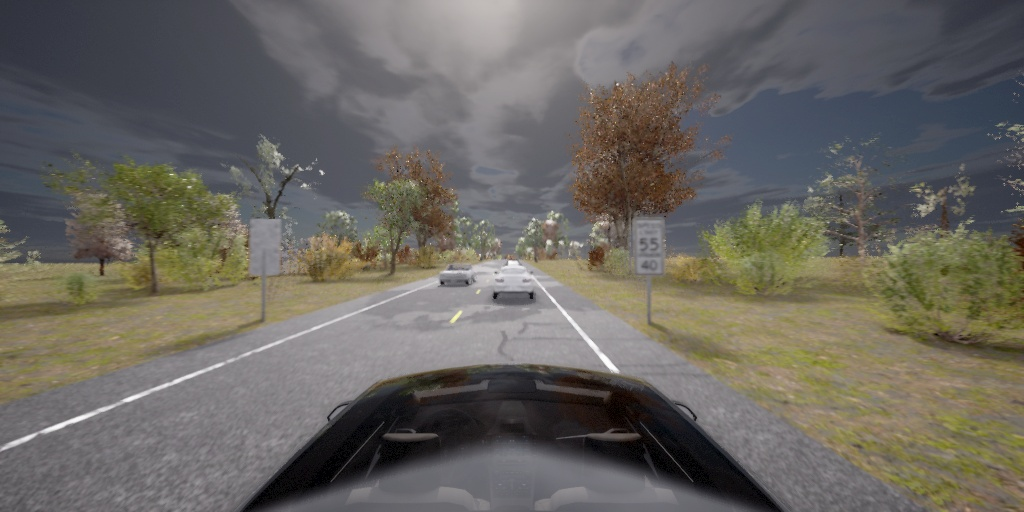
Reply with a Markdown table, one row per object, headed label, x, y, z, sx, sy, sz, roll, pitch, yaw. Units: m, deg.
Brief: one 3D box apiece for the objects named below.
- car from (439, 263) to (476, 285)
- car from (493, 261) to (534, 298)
| label | x | y | z | sx | sy | sz | roll | pitch | yaw |
| --- | --- | --- | --- | --- | --- | --- | --- | --- | --- |
| car | -3.508 | 1.169 | 23.675 | 1.895 | 1.301 | 4.718 | 0 | 0 | 0 |
| car | 0.075 | 1.141 | 17.282 | 1.812 | 1.442 | 4.674 | 0 | 1 | 0 |
